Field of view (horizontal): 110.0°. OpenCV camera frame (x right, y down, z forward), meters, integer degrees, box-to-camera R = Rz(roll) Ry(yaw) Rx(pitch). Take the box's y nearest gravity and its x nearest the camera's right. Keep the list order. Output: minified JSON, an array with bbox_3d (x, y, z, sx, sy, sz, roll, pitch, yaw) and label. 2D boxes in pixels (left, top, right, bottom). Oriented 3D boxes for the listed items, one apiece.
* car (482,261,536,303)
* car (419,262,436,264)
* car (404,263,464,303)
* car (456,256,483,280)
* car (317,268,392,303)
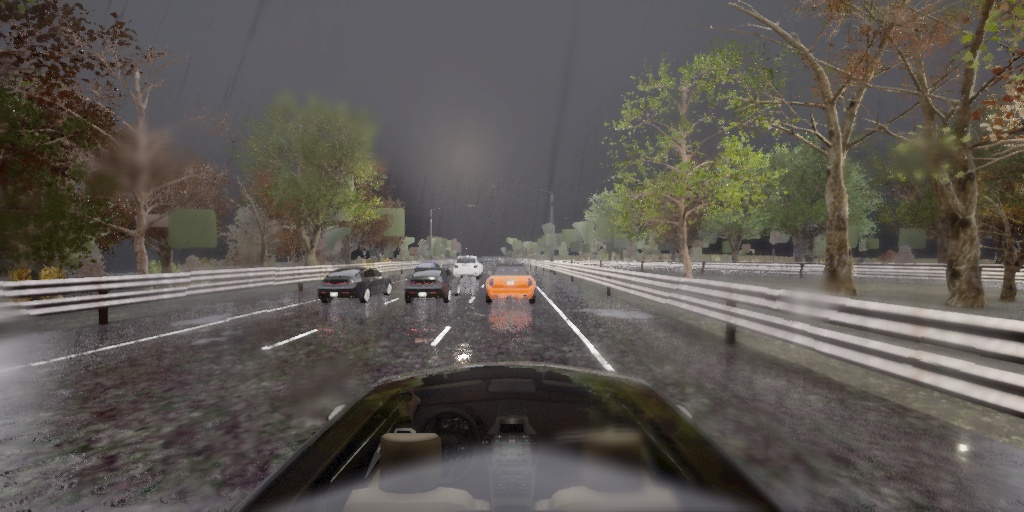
[{"bbox_3d":[-0.075,1.118,16.660,2.097,1.767,4.553,0,0,-1],"label":"car"},{"bbox_3d":[-7.298,1.248,31.637,1.882,1.535,5.008,0,0,-1],"label":"car"},{"bbox_3d":[-3.576,1.269,16.655,1.837,1.490,4.892,0,0,-1],"label":"car"},{"bbox_3d":[-3.799,1.021,31.736,2.150,2.045,5.566,0,0,-1],"label":"car"},{"bbox_3d":[-7.075,1.269,16.620,1.837,1.490,4.892,0,0,-1],"label":"car"}]
